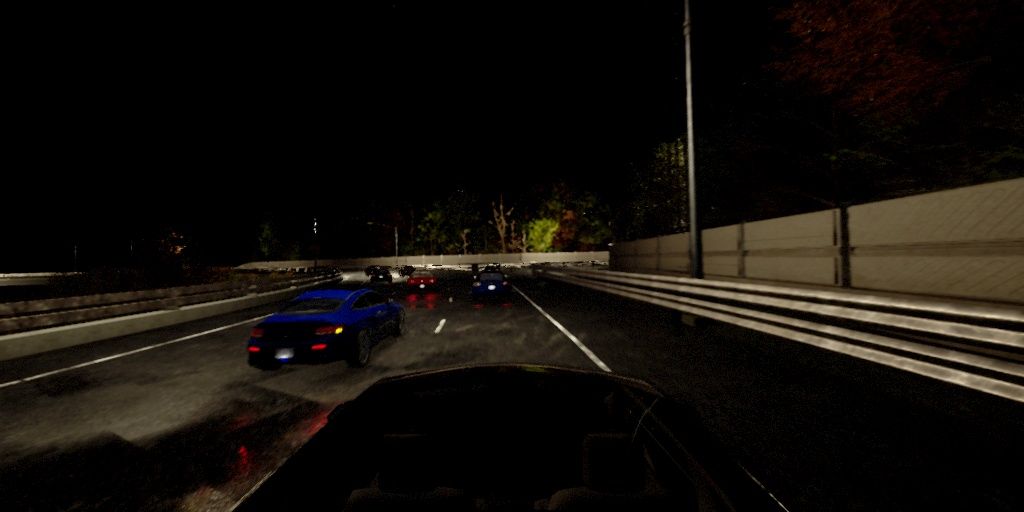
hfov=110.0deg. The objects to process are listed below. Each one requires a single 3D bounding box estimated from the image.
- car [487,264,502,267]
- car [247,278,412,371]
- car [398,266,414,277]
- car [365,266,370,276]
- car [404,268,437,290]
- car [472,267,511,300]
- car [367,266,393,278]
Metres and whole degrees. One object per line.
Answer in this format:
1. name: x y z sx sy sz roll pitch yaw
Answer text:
1. car: -1.801 1.610 37.141 2.128 1.511 4.902 -1 -1 2
2. car: -3.790 1.426 8.087 1.812 1.442 4.674 -1 -1 -3
3. car: -13.800 2.050 47.318 2.033 1.411 5.357 -1 -1 -25
4. car: -20.202 2.193 52.136 2.128 1.511 4.902 -1 -1 -28
5. car: -6.355 1.723 25.563 1.895 1.301 4.718 -1 -1 -13
6. car: -1.126 1.503 19.352 1.994 1.385 4.181 -1 -1 -4
7. car: -12.853 1.934 35.368 1.994 1.385 4.181 -1 -1 -19
